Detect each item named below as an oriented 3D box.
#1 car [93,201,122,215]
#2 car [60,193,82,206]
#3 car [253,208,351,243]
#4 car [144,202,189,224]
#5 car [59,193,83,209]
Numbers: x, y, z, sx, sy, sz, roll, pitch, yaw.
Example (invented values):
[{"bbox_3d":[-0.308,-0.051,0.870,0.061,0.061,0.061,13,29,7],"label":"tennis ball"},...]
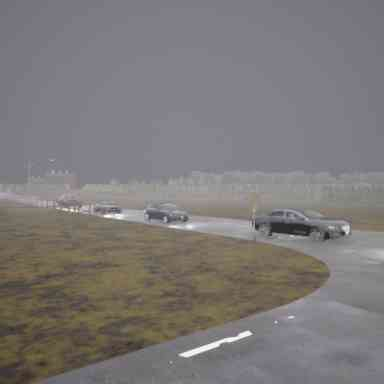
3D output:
[{"bbox_3d":[-9.275,1.678,36.406,1.994,1.385,4.181,-2,1,-35],"label":"car"},{"bbox_3d":[-21.182,1.240,58.038,2.150,2.045,5.566,-2,1,-36],"label":"car"},{"bbox_3d":[5.332,1.560,16.699,2.128,1.511,4.902,-2,1,-41],"label":"car"},{"bbox_3d":[-2.113,1.609,26.383,1.837,1.490,4.892,-2,2,-36],"label":"car"},{"bbox_3d":[-17.498,1.333,47.967,2.150,2.045,5.566,-2,1,-35],"label":"car"}]
